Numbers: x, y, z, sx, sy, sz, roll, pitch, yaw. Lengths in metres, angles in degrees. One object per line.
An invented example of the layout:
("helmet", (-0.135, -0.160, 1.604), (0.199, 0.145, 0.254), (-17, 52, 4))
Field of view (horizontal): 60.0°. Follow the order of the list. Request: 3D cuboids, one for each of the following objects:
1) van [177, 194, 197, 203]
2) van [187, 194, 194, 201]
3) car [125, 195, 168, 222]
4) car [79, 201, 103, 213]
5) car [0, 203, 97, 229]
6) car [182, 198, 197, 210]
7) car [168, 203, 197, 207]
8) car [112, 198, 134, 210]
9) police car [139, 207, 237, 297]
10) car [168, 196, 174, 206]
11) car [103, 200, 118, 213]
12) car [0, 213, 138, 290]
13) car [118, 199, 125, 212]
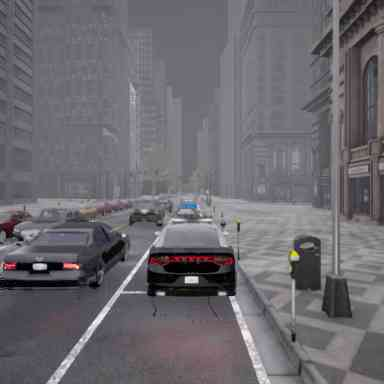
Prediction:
("van", (-0.353, 1.345, 32.286), (1.690, 1.788, 3.998), (0, 0, 0))
("van", (-0.341, 1.377, 86.845), (1.690, 1.788, 3.998), (0, 0, 0))
("car", (-3.135, 1.354, 23.989), (2.097, 1.767, 4.553), (0, 0, 0))
("car", (-8.906, 1.528, 26.612), (1.752, 1.417, 4.829), (0, 0, 0))
("car", (-6.238, 1.493, 15.161), (2.128, 1.511, 4.902), (0, 0, 0))
("car", (-0.347, 1.551, 43.336), (1.887, 1.381, 4.507), (0, 0, 0))
("car", (-0.361, 1.584, 21.236), (1.802, 1.307, 4.206), (0, 0, 0))
("car", (-8.902, 1.550, 43.358), (1.887, 1.381, 4.507), (0, 0, 0))
("police car", (-0.007, 1.426, 8.759), (1.930, 1.638, 5.238), (0, 0, 0))
("car", (-3.031, 1.497, 36.523), (2.128, 1.511, 4.902), (0, 0, 0))
("car", (-8.905, 1.548, 32.307), (1.887, 1.381, 4.507), (0, 0, 0))
("car", (-3.041, 1.547, 9.165), (2.033, 1.411, 5.357), (0, 0, 0))
("car", (-8.903, 1.549, 37.832), (1.887, 1.381, 4.507), (0, 0, 0))
